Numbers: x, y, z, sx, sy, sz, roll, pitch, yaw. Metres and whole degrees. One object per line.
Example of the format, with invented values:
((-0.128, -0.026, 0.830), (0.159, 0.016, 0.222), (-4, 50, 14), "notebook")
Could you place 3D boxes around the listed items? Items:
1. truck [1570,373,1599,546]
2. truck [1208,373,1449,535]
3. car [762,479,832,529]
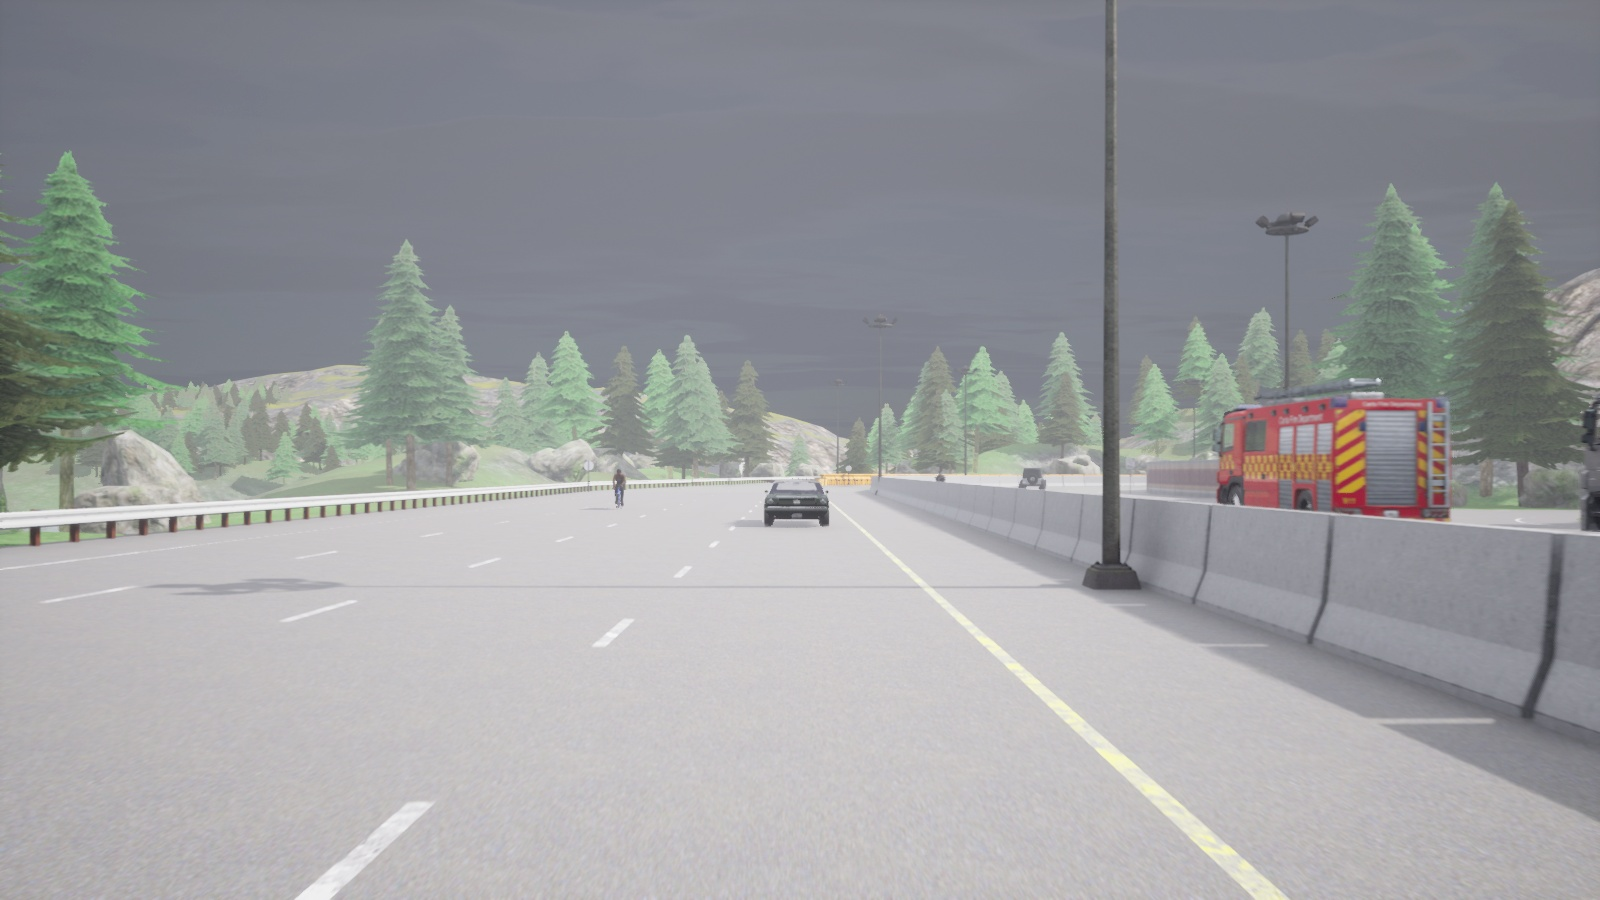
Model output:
((17.448, 0.133, 22.086), (2.891, 3.462, 7.936), (0, -1, 0), "truck")
((13.920, 0.164, 34.039), (2.891, 3.827, 8.468), (0, -1, 0), "truck")
((-0.084, 1.526, 36.461), (1.895, 1.301, 4.718), (0, -1, 0), "car")
